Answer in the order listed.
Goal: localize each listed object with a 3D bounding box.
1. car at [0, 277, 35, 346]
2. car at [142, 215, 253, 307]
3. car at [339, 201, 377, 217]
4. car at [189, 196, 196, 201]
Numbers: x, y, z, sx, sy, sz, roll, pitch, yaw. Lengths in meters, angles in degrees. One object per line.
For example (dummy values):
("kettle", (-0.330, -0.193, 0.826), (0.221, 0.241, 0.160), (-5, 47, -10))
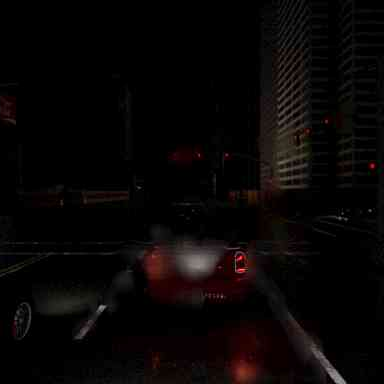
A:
("car", (-3.395, 1.526, 3.371), (1.812, 1.442, 4.674), (0, 0, 0))
("car", (0.108, 1.352, 8.145), (2.097, 1.767, 4.553), (0, 0, 0))
("car", (16.300, 1.547, 30.192), (5.357, 1.411, 2.033), (0, 0, 0))
("car", (0.082, 1.595, 83.494), (1.895, 1.301, 4.718), (0, 0, 0))
